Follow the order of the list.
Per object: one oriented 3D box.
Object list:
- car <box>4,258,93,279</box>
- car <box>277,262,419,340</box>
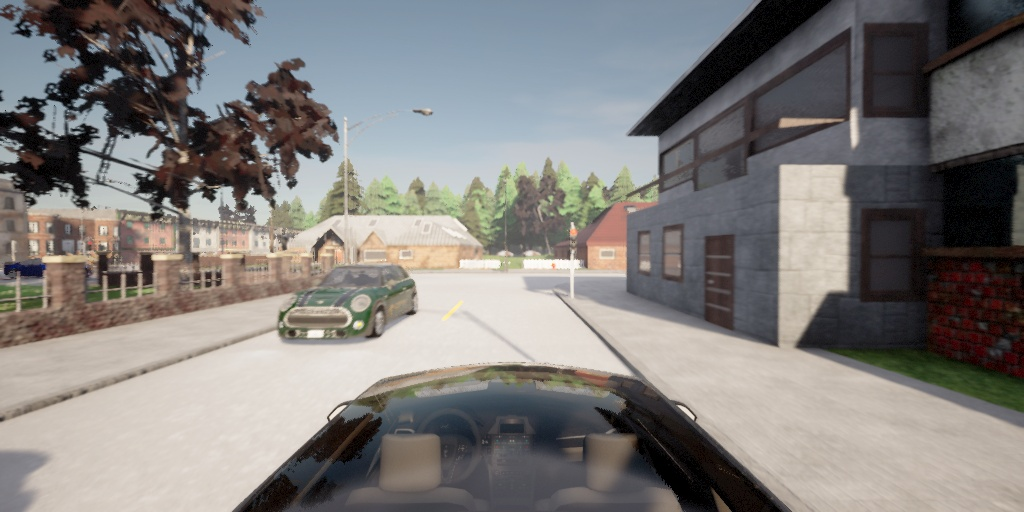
[{"bbox_3d":[-33.956,0.893,26.366,5.008,1.535,1.882,0,1,0],"label":"car"},{"bbox_3d":[-4.057,0.994,9.676,2.097,1.767,4.553,0,1,0],"label":"car"}]
